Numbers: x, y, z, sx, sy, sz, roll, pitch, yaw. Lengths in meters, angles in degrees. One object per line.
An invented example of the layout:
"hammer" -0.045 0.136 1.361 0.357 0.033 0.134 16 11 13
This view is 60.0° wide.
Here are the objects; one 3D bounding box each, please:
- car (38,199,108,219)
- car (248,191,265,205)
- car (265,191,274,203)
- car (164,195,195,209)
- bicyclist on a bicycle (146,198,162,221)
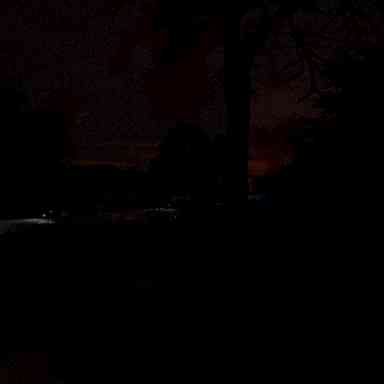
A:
"car" -9.221 1.293 26.421 2.033 1.411 5.357 2 2 36
"car" 8.595 0.837 49.231 2.150 2.045 5.566 1 0 27
"car" 13.143 0.943 58.881 2.150 2.045 5.566 1 0 22
"car" -1.334 1.099 38.081 1.812 1.442 4.674 1 1 31
"bicyclist on a bicycle" -2.791 1.285 24.299 1.656 1.620 0.582 0 0 36
